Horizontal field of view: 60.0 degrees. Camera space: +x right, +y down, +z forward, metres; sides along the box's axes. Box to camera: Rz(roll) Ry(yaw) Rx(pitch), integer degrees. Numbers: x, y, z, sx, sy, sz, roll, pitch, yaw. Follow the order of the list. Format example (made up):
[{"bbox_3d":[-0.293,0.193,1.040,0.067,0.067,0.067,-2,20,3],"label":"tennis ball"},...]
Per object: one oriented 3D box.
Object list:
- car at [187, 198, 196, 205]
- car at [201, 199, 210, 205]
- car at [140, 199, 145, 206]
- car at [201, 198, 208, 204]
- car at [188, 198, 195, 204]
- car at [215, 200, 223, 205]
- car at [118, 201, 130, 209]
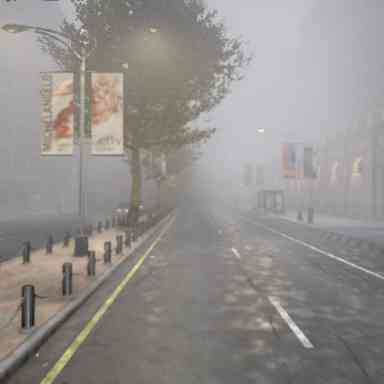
[{"bbox_3d":[-0.080,2.395,80.256,1.837,1.490,4.892,0,-1,0],"label":"car"},{"bbox_3d":[3.419,2.452,80.612,1.994,1.385,4.181,0,-1,0],"label":"car"},{"bbox_3d":[-11.574,2.361,74.170,2.128,1.511,4.902,0,-1,0],"label":"car"},{"bbox_3d":[3.409,2.437,90.408,1.895,1.301,4.718,0,-1,0],"label":"car"},{"bbox_3d":[-0.090,2.395,90.375,1.994,1.385,4.181,0,-1,0],"label":"car"},{"bbox_3d":[6.666,2.526,82.921,1.895,1.301,4.718,0,-1,0],"label":"car"},{"bbox_3d":[-11.604,2.259,58.320,1.895,1.301,4.718,0,-1,1],"label":"car"}]
